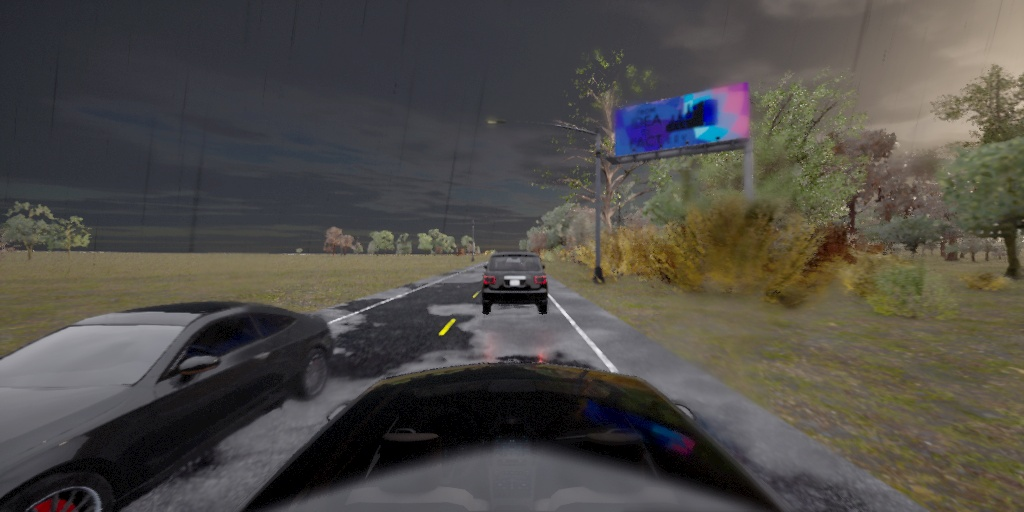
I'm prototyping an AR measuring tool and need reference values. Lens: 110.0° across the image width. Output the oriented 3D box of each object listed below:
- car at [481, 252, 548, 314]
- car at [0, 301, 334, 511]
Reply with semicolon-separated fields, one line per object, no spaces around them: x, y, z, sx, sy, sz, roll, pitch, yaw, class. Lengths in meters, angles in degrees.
0.095;0.872;13.418;2.150;2.045;5.566;0;0;0;car
-3.588;1.260;3.640;1.812;1.442;4.674;0;0;0;car
